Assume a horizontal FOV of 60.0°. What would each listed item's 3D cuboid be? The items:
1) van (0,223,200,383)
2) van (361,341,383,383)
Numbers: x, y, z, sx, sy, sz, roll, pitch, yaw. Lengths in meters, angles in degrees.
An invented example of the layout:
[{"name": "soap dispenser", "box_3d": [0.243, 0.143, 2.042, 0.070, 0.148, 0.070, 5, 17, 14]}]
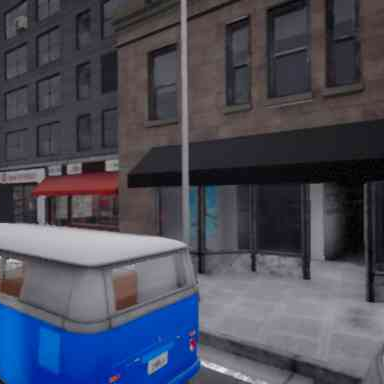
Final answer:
[{"name": "van", "box_3d": [-1.820, 1.353, 4.174, 3.998, 1.788, 1.690, 0, -1, 36]}, {"name": "van", "box_3d": [2.642, 1.335, 0.973, 3.998, 1.788, 1.690, 0, -1, 36]}]
